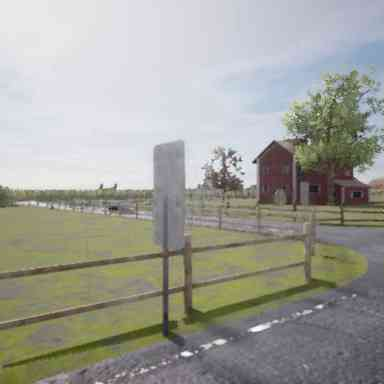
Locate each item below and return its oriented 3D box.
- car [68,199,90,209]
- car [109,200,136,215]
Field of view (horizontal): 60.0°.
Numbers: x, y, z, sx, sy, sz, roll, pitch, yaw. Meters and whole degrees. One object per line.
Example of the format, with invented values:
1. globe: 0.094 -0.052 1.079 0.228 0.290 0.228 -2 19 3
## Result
1. car: -17.406 1.700 50.926 2.033 1.411 5.357 0 -1 -36
2. car: -7.764 1.697 37.522 2.128 1.511 4.902 0 -1 -36
